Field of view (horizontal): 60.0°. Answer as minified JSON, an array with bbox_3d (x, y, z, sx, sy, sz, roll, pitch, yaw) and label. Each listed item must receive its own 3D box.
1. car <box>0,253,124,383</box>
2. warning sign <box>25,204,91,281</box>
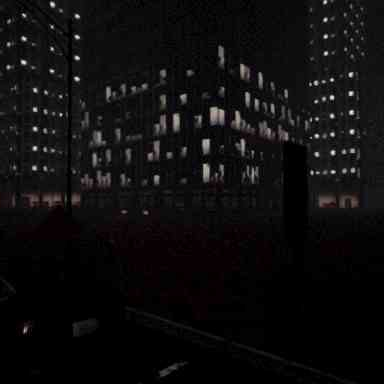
[{"bbox_3d":[-2.864,1.650,5.290,4.313,1.339,1.947,0,-2,40],"label":"car"},{"bbox_3d":[-3.622,1.265,9.000,1.060,1.860,1.300,-2,-1,40],"label":"warning sign"}]
